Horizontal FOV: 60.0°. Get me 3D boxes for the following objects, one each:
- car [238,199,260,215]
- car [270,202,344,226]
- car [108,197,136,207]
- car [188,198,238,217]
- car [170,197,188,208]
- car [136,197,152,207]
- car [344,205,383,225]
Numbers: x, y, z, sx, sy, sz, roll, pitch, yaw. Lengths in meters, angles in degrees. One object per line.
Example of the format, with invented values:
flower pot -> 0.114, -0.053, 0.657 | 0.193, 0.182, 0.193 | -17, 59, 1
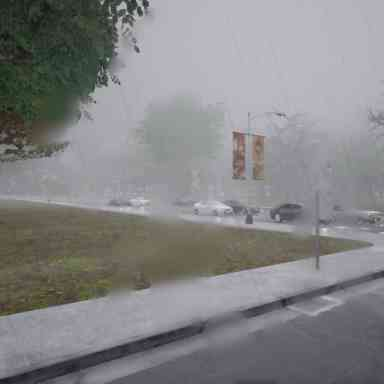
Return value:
car -> 4.685, 1.482, 33.371 | 1.837, 1.490, 4.892 | 0, 0, -35
car -> 7.733, 1.495, 23.485 | 1.837, 1.490, 4.892 | 0, 0, -35
car -> -10.888, 1.519, 49.768 | 2.033, 1.411, 5.357 | 0, 0, -35
car -> 1.889, 1.507, 31.669 | 1.812, 1.442, 4.674 | 0, 0, -35
car -> -1.433, 1.491, 47.909 | 1.812, 1.442, 4.674 | 0, 0, -35
car -> -7.783, 1.493, 50.997 | 1.812, 1.442, 4.674 | 0, 0, -35
car -> 11.154, 1.589, 24.284 | 1.895, 1.301, 4.718 | 0, 0, -35
